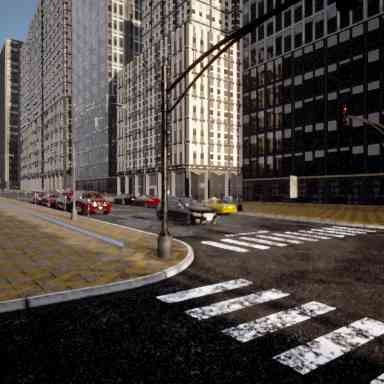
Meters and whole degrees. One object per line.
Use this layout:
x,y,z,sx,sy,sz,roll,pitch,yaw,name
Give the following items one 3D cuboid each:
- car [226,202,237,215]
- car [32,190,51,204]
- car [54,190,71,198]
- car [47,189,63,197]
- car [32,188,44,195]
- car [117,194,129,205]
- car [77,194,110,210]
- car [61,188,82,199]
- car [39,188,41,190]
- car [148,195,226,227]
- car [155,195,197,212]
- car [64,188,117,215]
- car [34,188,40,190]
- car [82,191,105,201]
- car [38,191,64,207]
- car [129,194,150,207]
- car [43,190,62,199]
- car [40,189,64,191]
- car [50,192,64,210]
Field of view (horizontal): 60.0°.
1.642,1.127,27.798,1.752,1.417,4.829,1,0,-36,car
-18.344,0.793,40.811,1.802,1.307,4.206,1,0,-36,car
-24.937,0.289,64.053,1.752,1.417,4.829,1,0,-36,car
-28.151,0.214,68.454,2.008,1.369,4.403,1,0,-36,car
-38.089,-0.208,82.070,1.967,1.590,4.097,1,0,-36,car
-8.269,0.856,41.222,1.947,1.339,4.313,1,0,-36,car
-10.111,0.923,33.922,1.812,1.442,4.674,0,1,-36,car
-21.518,0.186,59.375,2.192,1.841,5.009,1,0,-36,car
-31.465,0.104,72.993,1.887,1.381,4.507,1,0,-36,car
-0.460,1.196,20.686,2.128,1.511,4.902,0,1,-36,car
-1.641,1.066,32.145,1.947,1.339,4.313,1,0,-36,car
-8.398,0.841,27.195,2.192,1.841,5.009,1,0,-36,car
-34.776,-0.105,77.531,1.967,1.590,4.097,1,0,-36,car
-14.896,0.646,50.300,1.947,1.339,4.313,1,0,-36,car
-15.030,0.861,36.273,1.887,1.381,4.507,1,0,-36,car
-4.955,0.977,36.683,1.802,1.307,4.206,1,0,-36,car
-25.114,0.380,59.855,2.033,1.411,5.357,0,1,-34,car
-19.878,0.651,47.419,1.994,1.385,4.181,0,1,-36,car
-11.717,0.987,31.735,1.947,1.339,4.313,1,0,-36,car
